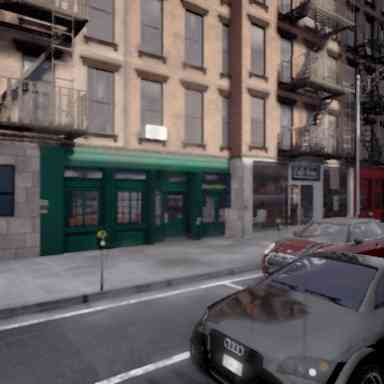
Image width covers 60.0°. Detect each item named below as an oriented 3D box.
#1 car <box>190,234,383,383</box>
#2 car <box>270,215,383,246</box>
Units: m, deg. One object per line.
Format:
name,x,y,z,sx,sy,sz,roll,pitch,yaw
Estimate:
car,2.042,1.566,4.512,4.181,1.385,1.994,0,0,-35
car,3.764,1.444,8.875,4.097,1.590,1.967,0,0,-35
